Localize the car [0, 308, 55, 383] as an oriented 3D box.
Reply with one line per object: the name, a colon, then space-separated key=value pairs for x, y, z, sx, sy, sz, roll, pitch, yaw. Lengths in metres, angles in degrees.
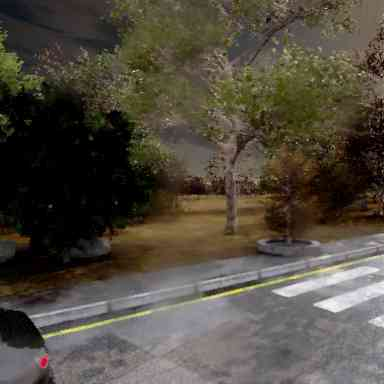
car: x=-3.192 y=1.563 z=2.239 sx=4.181 sy=1.385 sz=1.994 roll=0 pitch=0 yaw=-36
